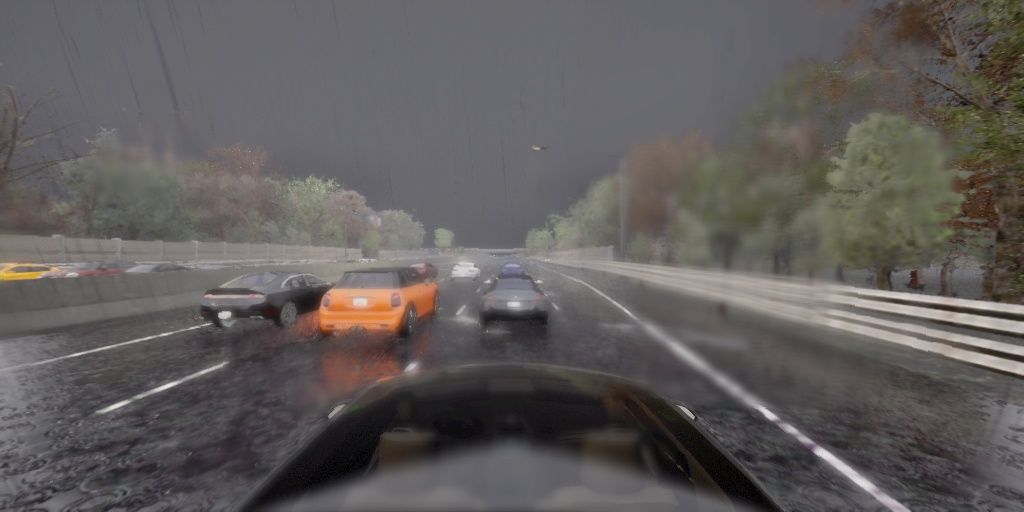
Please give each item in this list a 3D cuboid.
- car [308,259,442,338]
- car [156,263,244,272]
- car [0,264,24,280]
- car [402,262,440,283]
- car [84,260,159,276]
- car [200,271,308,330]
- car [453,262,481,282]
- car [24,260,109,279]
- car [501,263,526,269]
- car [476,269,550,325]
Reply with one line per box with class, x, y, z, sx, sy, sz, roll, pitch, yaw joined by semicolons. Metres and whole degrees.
car;-3.402;1.081;10.218;2.097;1.767;4.553;0;0;0
car;-17.602;1.252;21.581;2.033;1.411;5.357;0;0;0
car;-27.792;1.186;19.843;1.882;1.535;5.008;0;0;-2
car;-6.905;1.219;27.707;1.812;1.442;4.674;0;0;0
car;-21.100;1.183;21.069;1.882;1.535;5.008;0;0;0
car;-6.902;1.219;11.080;2.128;1.511;4.902;0;0;0
car;-3.417;1.219;27.733;1.812;1.442;4.674;0;0;0
car;-24.599;1.057;21.233;2.097;1.767;4.553;0;0;0
car;0.096;1.219;27.703;1.812;1.442;4.674;0;0;0
car;0.099;1.290;11.644;1.994;1.385;4.181;0;0;0
